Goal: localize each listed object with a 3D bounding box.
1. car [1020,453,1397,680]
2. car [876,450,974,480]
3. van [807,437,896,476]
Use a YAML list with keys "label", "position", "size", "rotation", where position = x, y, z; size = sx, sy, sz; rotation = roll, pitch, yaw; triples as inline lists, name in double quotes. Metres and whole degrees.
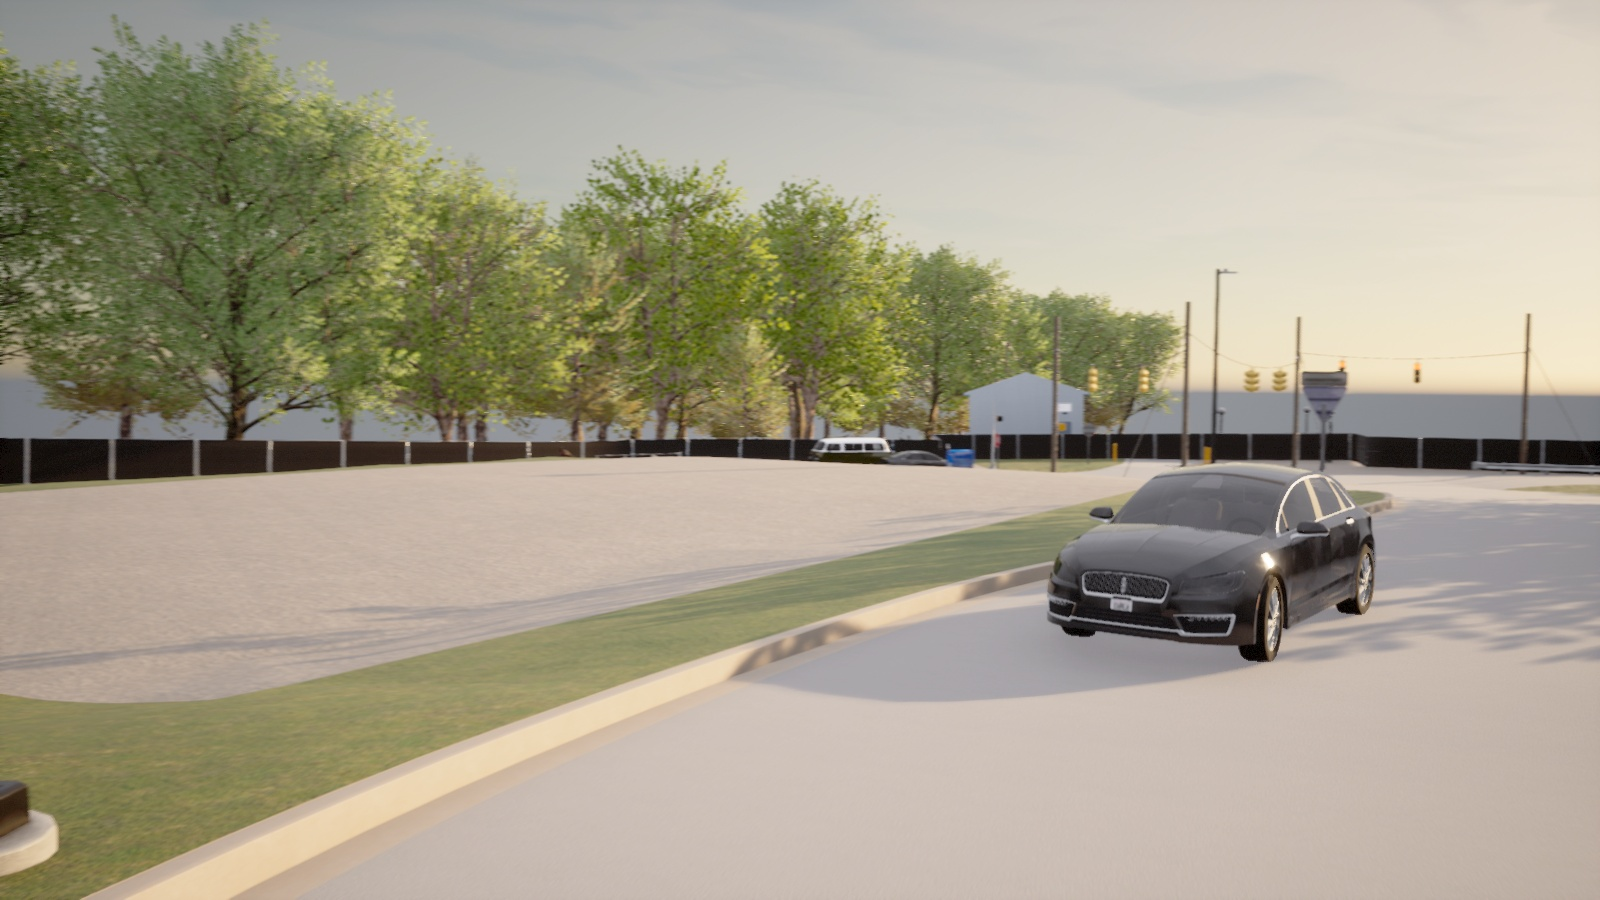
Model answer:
- label: "car"
  position: [4.111, 0.894, 12.035]
  size: [1.837, 1.490, 4.892]
  rotation: [2, 4, 38]
- label: "car"
  position: [6.725, 0.792, 67.612]
  size: [4.892, 1.490, 1.837]
  rotation: [0, 3, -18]
- label: "van"
  position: [2.877, 0.351, 70.008]
  size: [4.480, 2.038, 2.069]
  rotation: [0, 3, -18]
